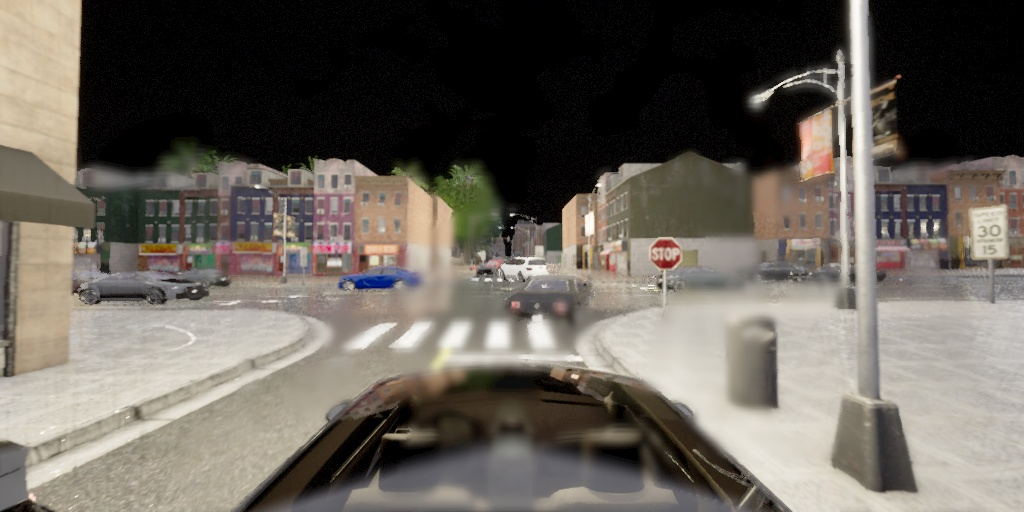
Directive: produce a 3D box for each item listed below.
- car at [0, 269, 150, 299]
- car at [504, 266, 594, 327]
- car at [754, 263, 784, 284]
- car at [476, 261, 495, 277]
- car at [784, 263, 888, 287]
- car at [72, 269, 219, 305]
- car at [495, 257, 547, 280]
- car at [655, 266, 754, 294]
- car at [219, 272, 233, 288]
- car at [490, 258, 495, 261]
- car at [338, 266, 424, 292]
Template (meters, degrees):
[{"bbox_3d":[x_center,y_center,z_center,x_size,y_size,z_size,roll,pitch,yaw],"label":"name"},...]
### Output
[{"bbox_3d":[-22.458,1.392,18.513,5.357,1.411,2.033,0,-2,-1],"label":"car"},{"bbox_3d":[1.460,1.258,11.642,1.895,1.301,4.718,0,3,20],"label":"car"},{"bbox_3d":[18.437,1.223,25.601,4.892,1.490,1.837,0,-2,-1],"label":"car"},{"bbox_3d":[-2.601,1.489,37.592,1.895,1.301,4.718,0,0,2],"label":"car"},{"bbox_3d":[20.201,1.208,22.365,4.718,1.301,1.895,-1,-2,-1],"label":"car"},{"bbox_3d":[-15.551,1.330,15.331,4.181,1.385,1.994,0,-2,-1],"label":"car"},{"bbox_3d":[0.932,1.114,29.685,2.150,2.045,5.566,0,1,-26],"label":"car"},{"bbox_3d":[9.792,1.210,18.819,4.181,1.385,1.994,-1,-2,-1],"label":"car"},{"bbox_3d":[-22.223,1.589,25.216,4.181,1.385,1.994,0,-2,-1],"label":"car"},{"bbox_3d":[-2.547,1.402,47.967,1.882,1.535,5.008,0,0,0],"label":"car"},{"bbox_3d":[-8.019,1.394,22.084,5.008,1.535,1.882,-1,-1,0],"label":"car"}]
